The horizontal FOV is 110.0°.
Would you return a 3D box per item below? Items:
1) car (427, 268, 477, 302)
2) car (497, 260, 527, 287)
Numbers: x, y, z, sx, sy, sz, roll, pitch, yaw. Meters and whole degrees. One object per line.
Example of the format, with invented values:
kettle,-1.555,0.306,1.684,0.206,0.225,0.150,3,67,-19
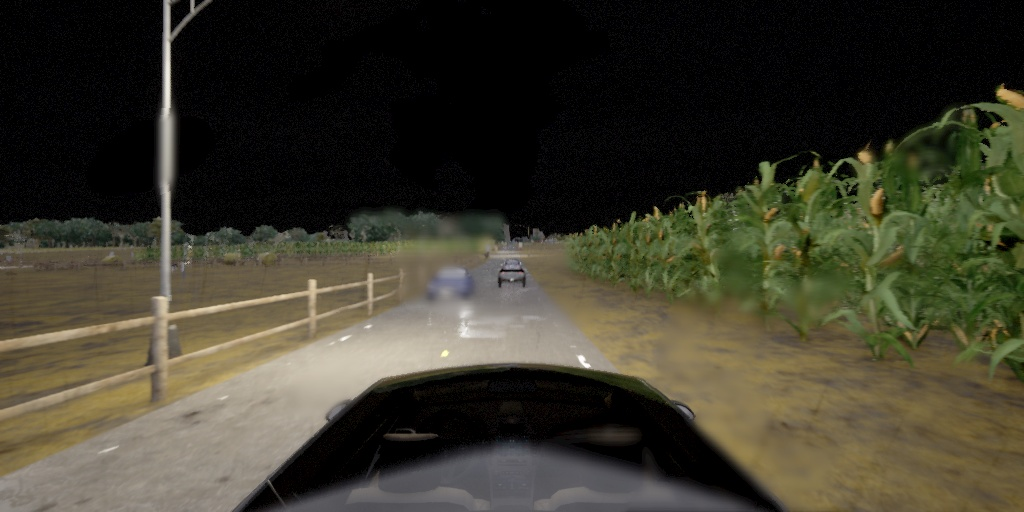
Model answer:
car,-2.775,1.317,17.505,1.812,1.442,4.674,0,0,1
car,0.012,1.241,24.567,2.128,1.511,4.902,0,1,0
